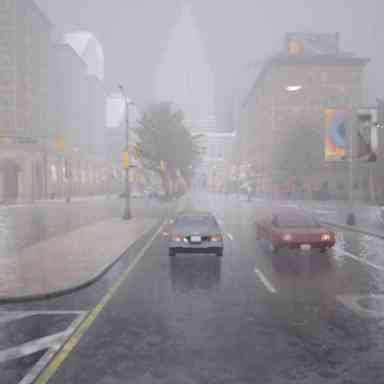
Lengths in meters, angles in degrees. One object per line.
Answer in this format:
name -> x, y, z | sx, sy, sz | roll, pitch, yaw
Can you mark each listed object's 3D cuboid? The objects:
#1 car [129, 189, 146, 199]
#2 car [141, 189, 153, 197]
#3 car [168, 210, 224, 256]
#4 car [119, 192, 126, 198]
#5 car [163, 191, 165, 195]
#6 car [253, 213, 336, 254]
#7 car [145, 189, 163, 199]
car -> -11.410, 0.637, 69.104 | 1.812, 1.442, 4.674 | 0, 1, 0
car -> -11.390, 0.139, 84.606 | 2.150, 2.045, 5.566 | 0, 1, 0
car -> 0.120, 1.388, 12.290 | 2.033, 1.411, 5.357 | 0, 1, 0
car -> -14.655, 0.664, 72.567 | 1.895, 1.301, 4.718 | 0, 1, 0
car -> -7.890, 0.437, 84.644 | 1.812, 1.442, 4.674 | 0, 1, 0
car -> 3.620, 1.435, 12.766 | 1.895, 1.301, 4.718 | 0, 1, 0
car -> -7.910, 0.637, 69.113 | 2.128, 1.511, 4.902 | 0, 1, 0
